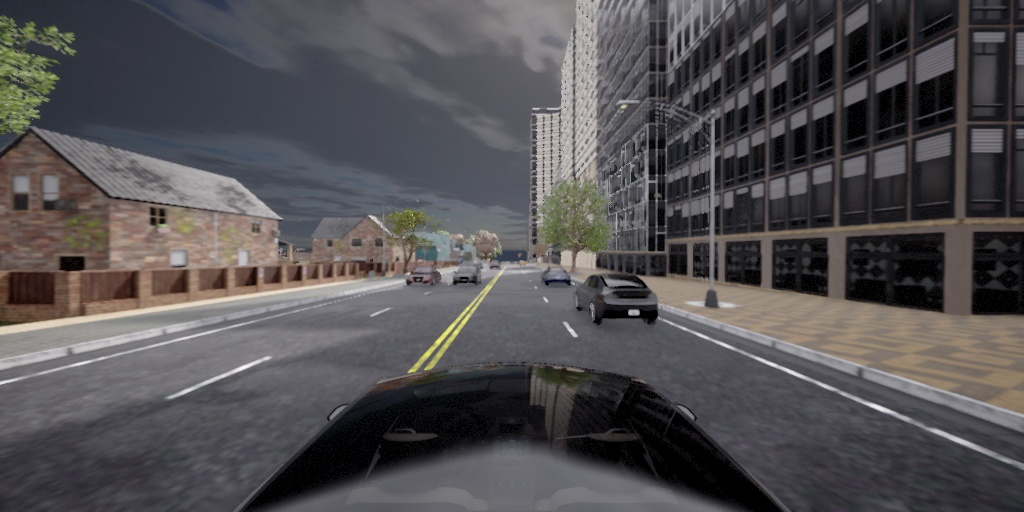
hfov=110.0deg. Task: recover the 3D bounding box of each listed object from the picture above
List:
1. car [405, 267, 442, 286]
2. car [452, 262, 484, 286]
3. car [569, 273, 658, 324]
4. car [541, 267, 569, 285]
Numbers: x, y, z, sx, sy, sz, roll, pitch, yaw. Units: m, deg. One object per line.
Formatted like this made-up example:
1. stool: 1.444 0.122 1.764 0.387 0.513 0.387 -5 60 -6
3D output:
1. car: -6.582 1.499 27.127 1.994 1.385 4.181 0 0 0
2. car: -3.332 1.443 27.355 1.837 1.490 4.892 0 0 0
3. car: 3.352 1.331 12.282 1.837 1.490 4.892 0 0 0
4. car: 3.362 1.510 28.057 1.994 1.385 4.181 0 0 0
